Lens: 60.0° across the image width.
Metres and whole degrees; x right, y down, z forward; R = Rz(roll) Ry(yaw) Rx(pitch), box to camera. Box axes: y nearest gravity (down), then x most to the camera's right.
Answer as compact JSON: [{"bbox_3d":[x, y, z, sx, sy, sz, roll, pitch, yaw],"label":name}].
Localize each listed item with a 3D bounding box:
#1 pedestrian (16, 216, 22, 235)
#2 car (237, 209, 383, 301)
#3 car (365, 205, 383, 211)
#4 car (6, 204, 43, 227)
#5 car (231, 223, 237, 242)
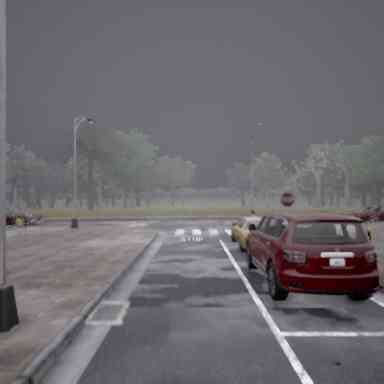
[{"bbox_3d":[-9.303,1.733,17.921,0.500,1.100,0.500,0,0,0],"label":"pedestrian"},{"bbox_3d":[2.644,1.371,8.426,2.192,1.841,5.009,0,0,0],"label":"car"},{"bbox_3d":[14.067,1.625,24.032,4.718,1.301,1.895,0,0,0],"label":"car"},{"bbox_3d":[-13.376,1.666,24.215,4.553,1.767,2.097,-1,0,0],"label":"car"},{"bbox_3d":[2.650,1.619,14.140,1.752,1.417,4.829,0,0,0],"label":"car"}]
